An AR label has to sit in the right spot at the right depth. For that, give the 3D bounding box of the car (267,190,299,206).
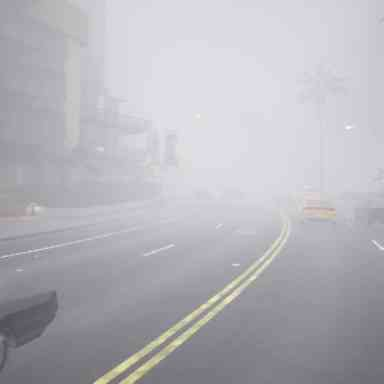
[{"bbox_3d":[9.881,0.738,37.479,2.033,1.411,5.357,1,1,0],"label":"car"}]

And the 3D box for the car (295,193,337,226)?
[{"bbox_3d":[7.499,1.066,20.205,1.882,1.535,5.008,1,1,16],"label":"car"}]

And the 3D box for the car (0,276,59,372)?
[{"bbox_3d":[-3.699,1.472,2.818,1.895,1.301,4.718,2,2,31],"label":"car"}]

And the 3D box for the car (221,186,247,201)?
[{"bbox_3d":[5.608,0.164,45.250,2.150,2.045,5.566,1,1,-11],"label":"car"}]

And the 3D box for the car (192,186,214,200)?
[{"bbox_3d":[1.672,0.323,47.009,1.882,1.535,5.008,1,1,-15],"label":"car"}]

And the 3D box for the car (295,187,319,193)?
[{"bbox_3d":[13.301,0.407,39.531,2.150,2.045,5.566,1,1,-2],"label":"car"}]

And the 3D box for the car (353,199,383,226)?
[{"bbox_3d":[10.969,1.124,19.686,1.882,1.535,5.008,1,2,15],"label":"car"}]
